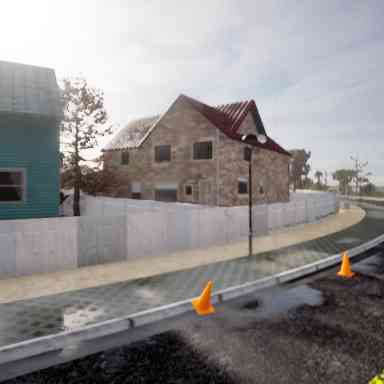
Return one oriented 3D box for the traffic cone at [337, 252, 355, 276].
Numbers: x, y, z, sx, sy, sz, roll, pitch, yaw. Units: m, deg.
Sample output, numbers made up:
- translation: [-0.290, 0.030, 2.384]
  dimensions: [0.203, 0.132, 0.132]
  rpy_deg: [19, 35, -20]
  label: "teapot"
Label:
- translation: [4.109, 1.897, 8.878]
  dimensions: [0.340, 0.580, 0.340]
  rpy_deg: [-1, 1, -43]
  label: "traffic cone"
